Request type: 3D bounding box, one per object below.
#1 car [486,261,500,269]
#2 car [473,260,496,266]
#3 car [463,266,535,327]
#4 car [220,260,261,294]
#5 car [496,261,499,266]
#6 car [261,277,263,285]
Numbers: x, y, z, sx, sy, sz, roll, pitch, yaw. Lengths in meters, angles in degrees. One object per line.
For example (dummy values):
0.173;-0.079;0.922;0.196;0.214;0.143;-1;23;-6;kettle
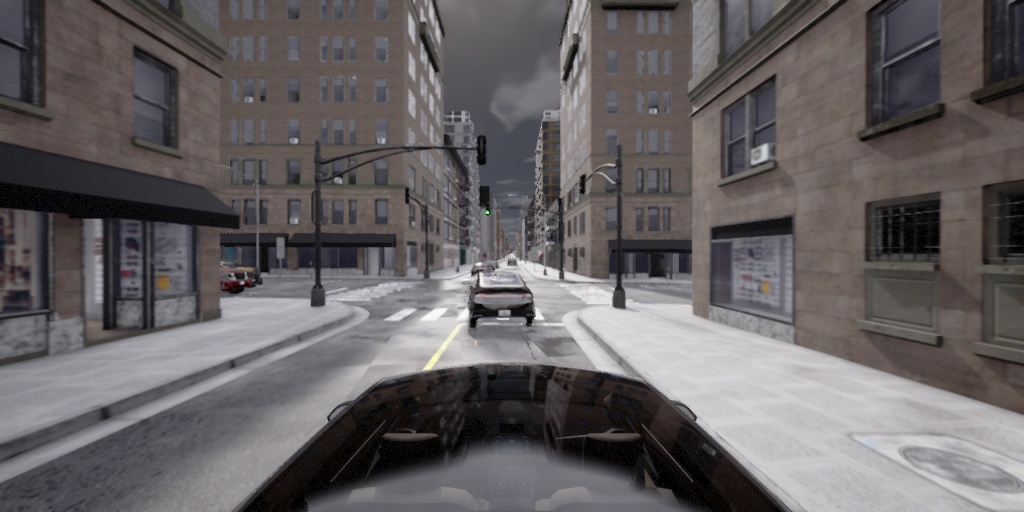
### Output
-3.033;1.396;57.181;1.895;1.301;4.718;0;0;0;car
-3.080;1.336;37.110;1.994;1.385;4.181;0;0;0;car
-0.506;1.240;11.566;2.128;1.511;4.902;0;0;-8;car
-14.954;0.886;16.506;5.009;1.841;2.192;0;0;0;car
-3.071;1.288;47.064;1.837;1.490;4.892;0;0;0;car
-15.877;1.108;19.251;4.181;1.385;1.994;1;0;-1;car
